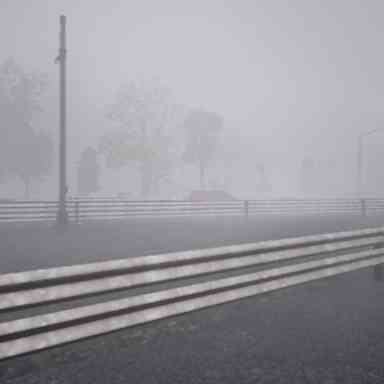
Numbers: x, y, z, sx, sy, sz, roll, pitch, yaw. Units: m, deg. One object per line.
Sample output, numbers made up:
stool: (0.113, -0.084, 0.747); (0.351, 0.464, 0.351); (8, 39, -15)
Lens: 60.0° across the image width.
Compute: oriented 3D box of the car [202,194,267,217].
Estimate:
car: (3.704, 1.153, 26.348); (4.902, 1.511, 2.128); (0, 0, -22)

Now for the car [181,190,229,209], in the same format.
car: (2.254, 0.872, 29.545); (5.566, 2.045, 2.150); (0, 0, -22)

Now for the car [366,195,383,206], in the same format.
car: (24.122, 1.182, 41.920); (5.008, 1.535, 1.882); (0, 0, -20)

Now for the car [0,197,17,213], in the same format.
car: (-16.426, 0.792, 25.443); (5.566, 2.045, 2.150); (0, 0, -24)
